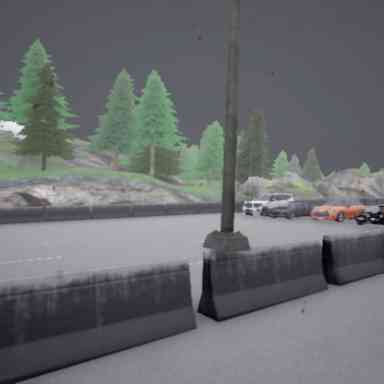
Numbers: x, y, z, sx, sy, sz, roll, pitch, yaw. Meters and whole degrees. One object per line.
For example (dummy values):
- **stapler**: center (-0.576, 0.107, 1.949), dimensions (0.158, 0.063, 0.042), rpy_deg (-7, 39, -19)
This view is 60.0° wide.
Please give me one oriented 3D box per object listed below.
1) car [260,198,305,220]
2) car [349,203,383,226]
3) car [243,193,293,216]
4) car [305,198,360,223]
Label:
- **car**: center (8.398, 1.464, 27.113), dimensions (5.357, 1.411, 2.033), rpy_deg (0, 0, -35)
- **car**: center (12.455, 1.524, 21.408), dimensions (4.718, 1.301, 1.895), rpy_deg (0, 0, -35)
- **car**: center (7.170, 1.131, 30.527), dimensions (5.566, 2.045, 2.150), rpy_deg (0, 0, -35)
- **car**: center (10.837, 1.271, 24.547), dimensions (4.553, 1.767, 2.097), rpy_deg (0, 0, -35)
